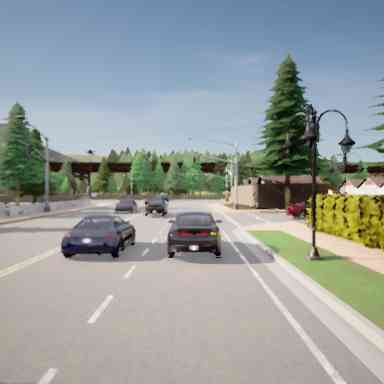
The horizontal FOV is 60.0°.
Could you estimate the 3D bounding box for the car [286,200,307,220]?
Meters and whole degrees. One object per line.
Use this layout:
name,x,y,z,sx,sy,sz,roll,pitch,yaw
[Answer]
car,10.306,1.455,27.427,5.008,1.535,1.882,0,0,-1

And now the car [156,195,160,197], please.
car,-6.997,1.654,56.588,1.895,1.301,4.718,0,0,0

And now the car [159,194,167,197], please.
car,-6.734,1.322,72.273,2.097,1.767,4.553,0,0,-27

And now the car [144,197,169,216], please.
car,-3.405,1.524,32.663,1.837,1.490,4.892,0,0,0

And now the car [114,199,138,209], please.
car,-7.095,1.525,36.148,1.837,1.490,4.892,0,0,0

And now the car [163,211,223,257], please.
car,0.129,1.512,12.942,1.837,1.490,4.892,0,0,2

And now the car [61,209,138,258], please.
car,-3.418,1.570,12.859,1.994,1.385,4.181,0,0,0
